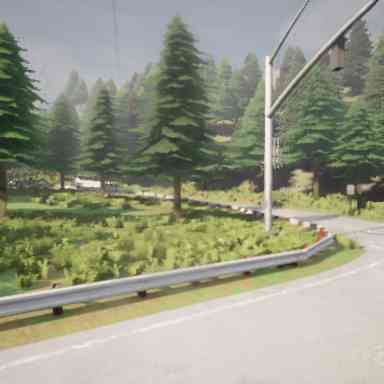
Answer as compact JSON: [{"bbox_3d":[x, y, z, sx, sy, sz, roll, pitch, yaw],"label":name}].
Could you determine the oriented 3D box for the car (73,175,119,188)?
[{"bbox_3d":[-11.618,-0.968,40.337,5.566,2.045,2.150,4,0,8],"label":"car"}]
